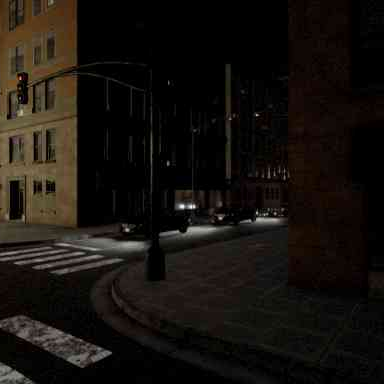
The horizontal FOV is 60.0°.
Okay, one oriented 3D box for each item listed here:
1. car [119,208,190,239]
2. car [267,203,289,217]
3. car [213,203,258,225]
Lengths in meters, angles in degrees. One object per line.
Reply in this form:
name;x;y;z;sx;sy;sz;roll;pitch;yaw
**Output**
car;-1.878;1.610;18.276;1.812;1.442;4.674;0;0;34
car;9.356;1.791;34.011;1.895;1.301;4.718;0;0;36
car;3.453;1.627;25.748;2.128;1.511;4.902;0;0;35
